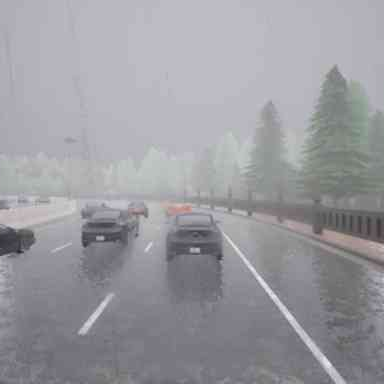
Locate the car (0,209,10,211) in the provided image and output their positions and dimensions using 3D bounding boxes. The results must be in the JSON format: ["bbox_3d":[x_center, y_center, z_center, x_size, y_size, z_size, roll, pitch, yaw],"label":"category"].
[{"bbox_3d":[-14.854,1.332,23.692,2.097,1.767,4.553,0,0,-7],"label":"car"}]

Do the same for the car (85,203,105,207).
[{"bbox_3d":[-8.229,1.576,28.666,1.895,1.301,4.718,0,0,-9],"label":"car"}]

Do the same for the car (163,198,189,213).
[{"bbox_3d":[-1.422,1.326,29.975,2.097,1.767,4.553,0,0,-8],"label":"car"}]

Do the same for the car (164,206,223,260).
[{"bbox_3d":[0.051,1.495,12.392,1.837,1.490,4.892,0,0,-1],"label":"car"}]

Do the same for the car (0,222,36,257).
[{"bbox_3d":[-6.914,1.538,10.341,2.033,1.411,5.357,0,0,0],"label":"car"}]

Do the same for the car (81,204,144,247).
[{"bbox_3d":[-3.513,1.492,14.953,1.837,1.490,4.892,0,0,-1],"label":"car"}]

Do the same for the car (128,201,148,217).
[{"bbox_3d":[-5.084,1.538,30.819,1.994,1.385,4.181,0,0,-9],"label":"car"}]
